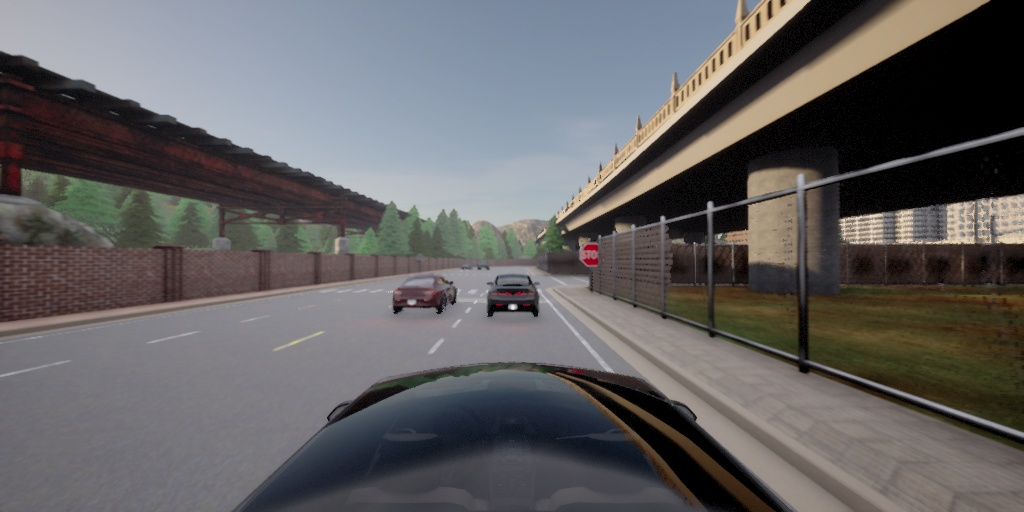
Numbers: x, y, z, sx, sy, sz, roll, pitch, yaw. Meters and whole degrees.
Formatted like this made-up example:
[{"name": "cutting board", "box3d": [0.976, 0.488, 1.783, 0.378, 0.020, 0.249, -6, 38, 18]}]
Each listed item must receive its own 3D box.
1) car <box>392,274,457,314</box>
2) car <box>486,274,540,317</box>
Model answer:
[{"name": "car", "box3d": [-3.447, 1.452, 14.699, 1.812, 1.442, 4.674, 0, -1, 0]}, {"name": "car", "box3d": [0.049, 1.424, 14.055, 1.837, 1.490, 4.892, 0, 0, 0]}]
